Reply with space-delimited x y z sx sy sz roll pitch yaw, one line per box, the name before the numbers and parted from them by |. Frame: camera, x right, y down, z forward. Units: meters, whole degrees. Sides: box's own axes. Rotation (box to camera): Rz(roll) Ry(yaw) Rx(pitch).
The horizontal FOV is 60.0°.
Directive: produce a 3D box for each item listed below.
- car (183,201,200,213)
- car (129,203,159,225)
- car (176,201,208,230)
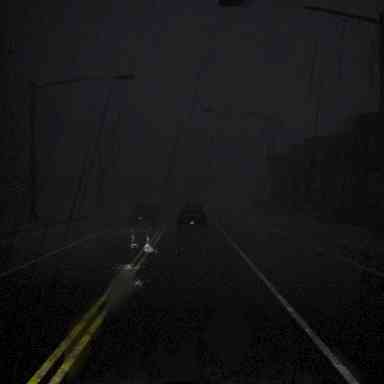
car | -0.107 1.791 41.052 1.994 1.385 4.181 0 0 0
car | -3.620 1.588 25.761 2.128 1.511 4.902 0 0 0
car | 0.000 1.612 21.807 2.128 1.511 4.902 0 0 0
